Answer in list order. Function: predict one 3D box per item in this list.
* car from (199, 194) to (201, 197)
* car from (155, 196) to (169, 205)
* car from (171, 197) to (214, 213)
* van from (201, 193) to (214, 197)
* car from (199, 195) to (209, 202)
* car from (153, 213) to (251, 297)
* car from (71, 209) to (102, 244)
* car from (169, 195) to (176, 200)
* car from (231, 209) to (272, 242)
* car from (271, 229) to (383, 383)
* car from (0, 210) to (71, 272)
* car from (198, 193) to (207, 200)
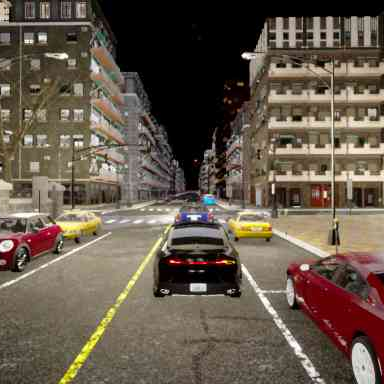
[{"bbox_3d":[2.755,1.519,59.806,1.887,1.381,4.507,1,0,0],"label":"car"},{"bbox_3d":[-5.625,1.556,59.870,1.802,1.307,4.206,1,0,0],"label":"car"},{"bbox_3d":[0.137,1.354,18.791,2.097,1.767,4.553,0,0,1],"label":"car"},{"bbox_3d":[2.753,1.321,54.134,1.690,1.788,3.998,1,0,0],"label":"van"},{"bbox_3d":[2.772,1.503,76.818,2.008,1.369,4.403,1,0,0],"label":"car"},{"bbox_3d":[0.111,1.507,8.531,1.837,1.490,4.892,0,0,0],"label":"car"},{"bbox_3d":[-5.666,1.527,15.996,1.752,1.417,4.829,1,0,0],"label":"car"},{"bbox_3d":[-5.598,1.516,88.225,1.802,1.307,4.206,1,0,0],"label":"car"},{"bbox_3d":[2.715,1.527,16.311,1.752,1.417,4.829,1,0,0],"label":"car"},{"bbox_3d":[2.704,1.546,4.908,1.887,1.381,4.507,1,0,0],"label":"car"},{"bbox_3d":[-5.670,1.442,10.552,1.967,1.590,4.097,1,0,0],"label":"car"},{"bbox_3d":[2.785,1.249,88.160,2.192,1.841,5.009,1,0,0],"label":"car"}]
